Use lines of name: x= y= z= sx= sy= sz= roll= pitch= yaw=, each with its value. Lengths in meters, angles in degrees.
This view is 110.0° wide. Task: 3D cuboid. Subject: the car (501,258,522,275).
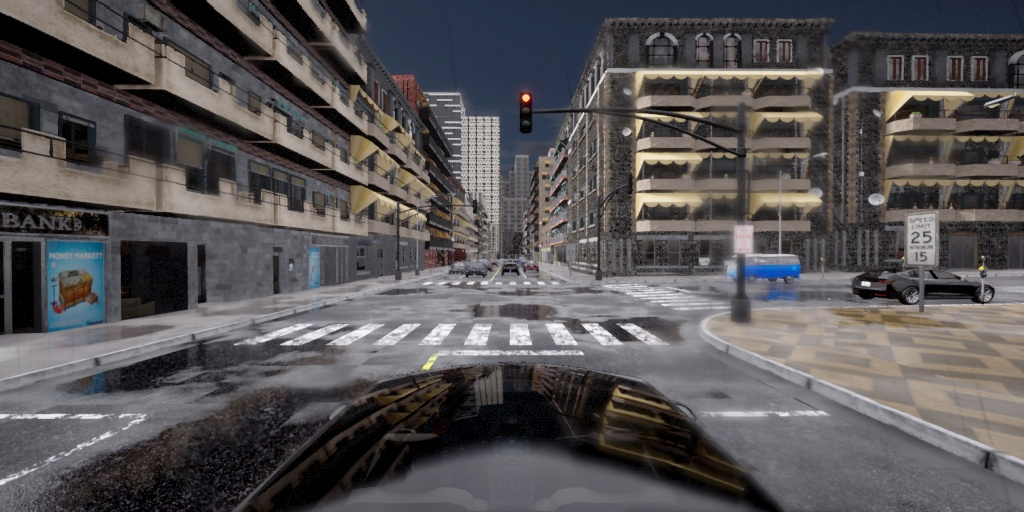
car: x=-0.176 y=1.259 z=39.246 sx=1.837 sy=1.490 sz=4.892 roll=0 pitch=0 yaw=0

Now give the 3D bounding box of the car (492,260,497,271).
car: x=-3.431 y=1.306 z=46.438 sx=2.033 sy=1.411 sz=5.357 roll=0 pitch=0 yaw=0

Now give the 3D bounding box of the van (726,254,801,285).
van: x=15.505 y=0.783 z=22.214 sx=3.998 sy=1.789 sz=1.690 roll=0 pitch=0 yaw=-1

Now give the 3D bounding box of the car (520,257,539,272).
car: x=2.364 y=1.198 z=45.522 sx=1.967 sy=1.591 sz=4.097 roll=0 pitch=0 yaw=0

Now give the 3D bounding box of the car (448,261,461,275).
car: x=-5.975 y=1.305 z=39.937 sx=2.007 sy=1.370 sz=4.403 roll=0 pitch=0 yaw=0

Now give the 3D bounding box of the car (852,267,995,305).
car: x=15.686 y=1.077 z=13.836 sx=4.313 sy=1.339 sz=1.948 roll=0 pitch=0 yaw=-1

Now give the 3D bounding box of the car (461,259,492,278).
car: x=-3.340 y=1.300 z=34.536 sx=2.033 sy=1.411 sz=5.357 roll=0 pitch=0 yaw=0
